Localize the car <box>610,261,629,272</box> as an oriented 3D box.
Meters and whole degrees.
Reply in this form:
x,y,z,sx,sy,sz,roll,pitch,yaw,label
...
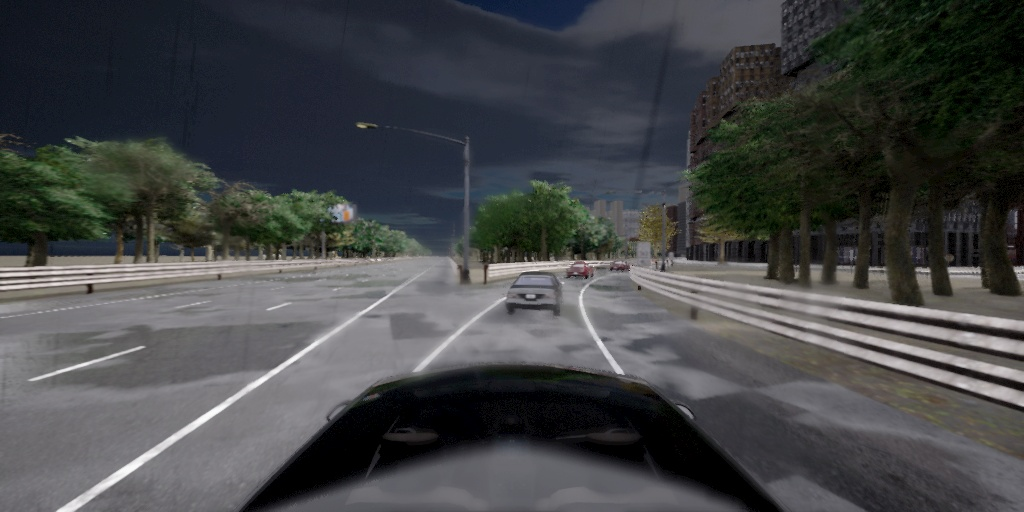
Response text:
x,y,z,sx,sy,sz,roll,pitch,yaw,label
14.772,1.345,48.796,1.812,1.442,4.674,0,0,33,car

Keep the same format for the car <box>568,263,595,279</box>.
x,y,z,sx,sy,sz,roll,pitch,yaw,label
6.316,1.313,32.898,1.812,1.442,4.674,0,0,22,car

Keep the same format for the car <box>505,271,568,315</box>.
x,y,z,sx,sy,sz,roll,pitch,yaw,label
0.983,1.306,13.685,2.033,1.411,5.357,0,0,9,car
